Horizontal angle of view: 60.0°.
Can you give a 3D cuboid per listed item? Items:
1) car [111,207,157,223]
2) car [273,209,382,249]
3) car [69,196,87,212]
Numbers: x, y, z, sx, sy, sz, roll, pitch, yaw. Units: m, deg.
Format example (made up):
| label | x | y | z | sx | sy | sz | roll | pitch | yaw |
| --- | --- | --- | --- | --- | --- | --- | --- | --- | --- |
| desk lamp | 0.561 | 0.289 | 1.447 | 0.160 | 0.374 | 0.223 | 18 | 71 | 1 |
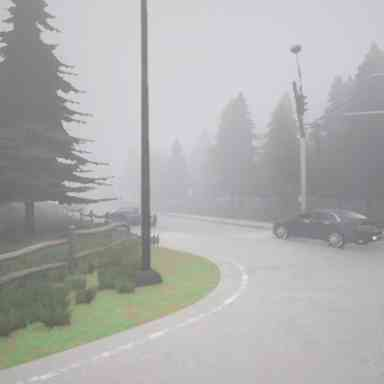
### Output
| label | x | y | z | sx | sy | sz | roll | pitch | yaw |
| --- | --- | --- | --- | --- | --- | --- | --- | --- | --- |
| car | -4.090 | 1.727 | 22.798 | 1.895 | 1.301 | 4.718 | 0 | 0 | -29 |
| car | 5.714 | 1.504 | 14.725 | 1.837 | 1.490 | 4.892 | 2 | -2 | -30 |
| car | -15.561 | 1.558 | 44.486 | 2.150 | 2.045 | 5.566 | 0 | -1 | -27 |
